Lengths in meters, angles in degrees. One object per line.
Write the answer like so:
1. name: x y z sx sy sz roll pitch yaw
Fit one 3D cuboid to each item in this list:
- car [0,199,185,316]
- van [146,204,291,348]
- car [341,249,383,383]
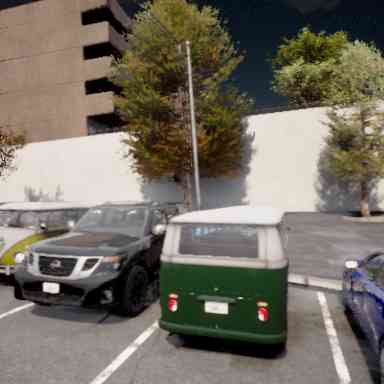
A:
1. car: -1.499 1.253 8.083 2.435 2.045 5.566 1 -1 17
2. van: 0.943 1.278 6.437 1.878 1.987 4.442 0 -1 17
3. car: 3.315 1.499 4.530 2.097 1.535 5.008 0 -1 17
